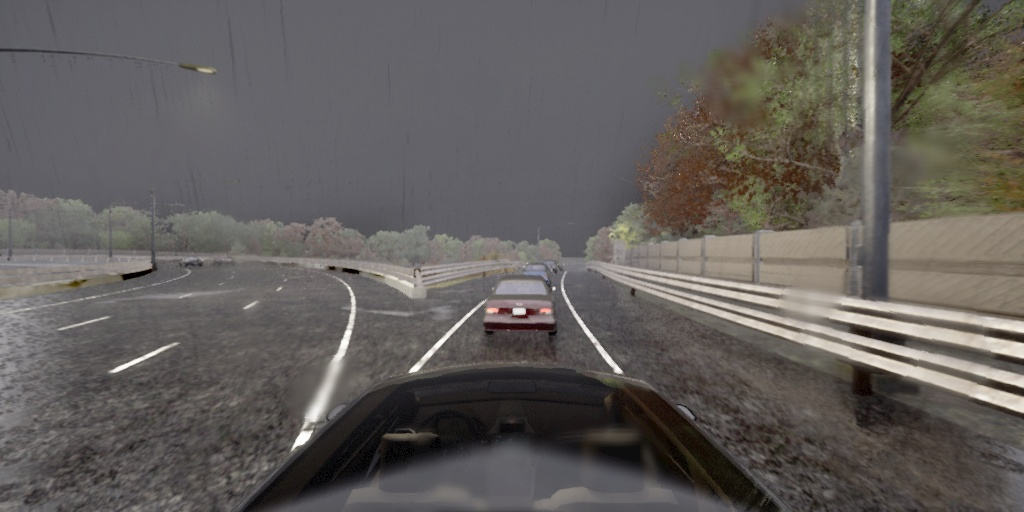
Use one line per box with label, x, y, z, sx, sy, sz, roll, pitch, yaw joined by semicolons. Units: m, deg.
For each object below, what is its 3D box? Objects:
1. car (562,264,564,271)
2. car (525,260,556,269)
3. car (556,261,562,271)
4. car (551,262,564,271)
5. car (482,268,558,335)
car;6.428;1.466;53.577;1.837;1.490;4.892;0;-2;10
car;1.618;1.164;23.436;2.033;1.411;5.357;0;0;8
car;4.196;1.165;40.306;2.033;1.411;5.357;0;-1;9
car;7.901;1.837;61.554;1.837;1.490;4.892;0;-3;11
car;0.309;1.243;10.355;2.033;1.411;5.357;0;0;4
